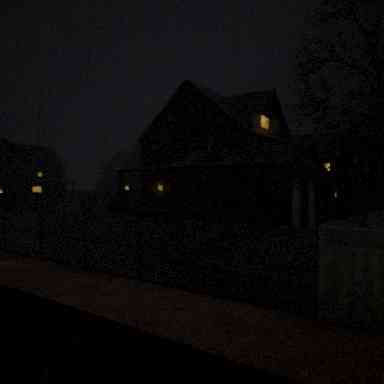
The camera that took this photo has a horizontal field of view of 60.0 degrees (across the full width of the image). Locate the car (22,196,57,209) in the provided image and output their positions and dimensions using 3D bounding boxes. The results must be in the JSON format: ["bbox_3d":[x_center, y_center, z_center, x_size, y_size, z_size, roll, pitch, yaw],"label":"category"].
[{"bbox_3d":[-14.831,1.094,31.058,1.994,1.385,4.181,1,2,35],"label":"car"}]
